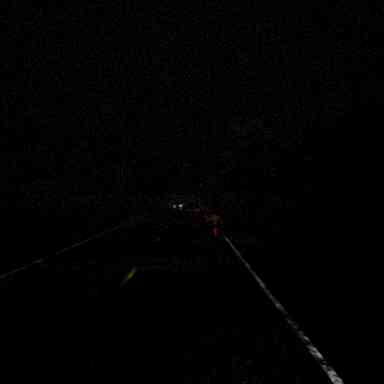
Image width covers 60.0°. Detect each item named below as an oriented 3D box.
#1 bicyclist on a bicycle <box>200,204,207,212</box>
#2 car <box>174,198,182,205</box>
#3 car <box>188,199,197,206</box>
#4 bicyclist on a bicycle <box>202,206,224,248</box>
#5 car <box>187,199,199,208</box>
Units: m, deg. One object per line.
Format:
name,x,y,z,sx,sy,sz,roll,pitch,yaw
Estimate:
bicyclist on a bicycle,1.013,1.659,24.144,0.866,1.612,1.509,0,-1,0
car,-3.394,2.250,79.238,1.812,1.442,4.674,0,-1,0
car,0.099,2.213,73.437,2.033,1.411,5.357,0,-1,0
bicyclist on a bicycle,1.001,1.572,14.678,0.866,1.612,1.509,0,-1,0
car,0.177,2.051,57.133,1.812,1.442,4.674,0,-1,0
